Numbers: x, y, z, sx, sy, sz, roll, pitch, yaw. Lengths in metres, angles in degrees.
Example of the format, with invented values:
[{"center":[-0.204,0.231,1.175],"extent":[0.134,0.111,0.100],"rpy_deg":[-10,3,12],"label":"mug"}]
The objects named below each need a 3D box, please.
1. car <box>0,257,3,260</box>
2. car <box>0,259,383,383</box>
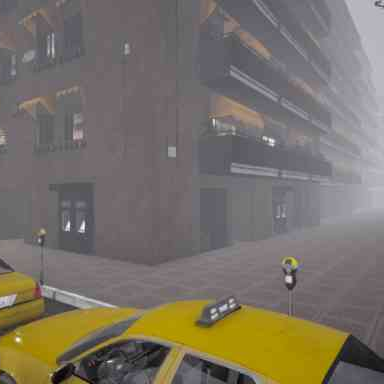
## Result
[{"center":[-4.591,1.527,6.009],"extent":[4.829,1.417,1.752],"rpy_deg":[0,0,36],"label":"car"},{"center":[-0.003,1.526,2.728],"extent":[4.829,1.417,1.752],"rpy_deg":[0,0,36],"label":"car"}]
